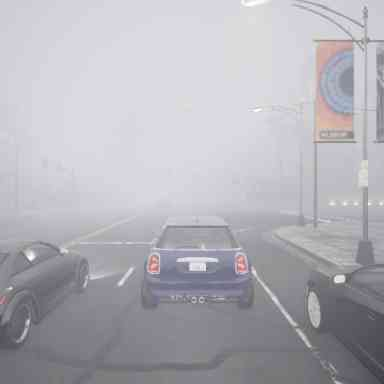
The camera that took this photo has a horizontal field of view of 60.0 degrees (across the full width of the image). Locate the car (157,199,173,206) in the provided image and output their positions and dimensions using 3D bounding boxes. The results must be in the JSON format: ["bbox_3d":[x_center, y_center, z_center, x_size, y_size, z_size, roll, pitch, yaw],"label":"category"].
[{"bbox_3d":[-3.403,1.547,42.817,2.033,1.411,5.357,0,0,0],"label":"car"}]

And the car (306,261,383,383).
[{"bbox_3d":[2.900,1.480,3.761,2.097,1.535,5.008,0,0,0],"label":"car"}]

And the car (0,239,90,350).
[{"bbox_3d":[-3.401,1.564,6.224,1.994,1.385,4.181,0,0,0],"label":"car"}]

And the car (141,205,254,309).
[{"bbox_3d":[0.099,1.352,8.044,2.097,1.767,4.553,0,0,0],"label":"car"}]
